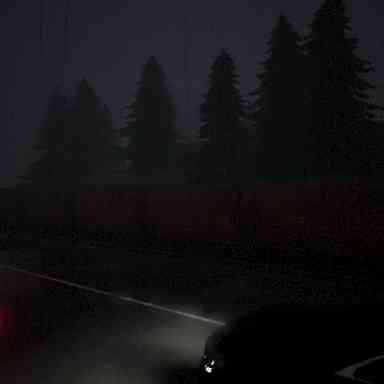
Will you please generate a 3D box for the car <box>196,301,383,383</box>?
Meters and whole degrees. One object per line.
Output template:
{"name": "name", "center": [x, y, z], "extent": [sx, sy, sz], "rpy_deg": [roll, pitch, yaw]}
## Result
{"name": "car", "center": [2.294, 1.504, 2.353], "extent": [4.892, 1.490, 1.837], "rpy_deg": [0, 0, 36]}
